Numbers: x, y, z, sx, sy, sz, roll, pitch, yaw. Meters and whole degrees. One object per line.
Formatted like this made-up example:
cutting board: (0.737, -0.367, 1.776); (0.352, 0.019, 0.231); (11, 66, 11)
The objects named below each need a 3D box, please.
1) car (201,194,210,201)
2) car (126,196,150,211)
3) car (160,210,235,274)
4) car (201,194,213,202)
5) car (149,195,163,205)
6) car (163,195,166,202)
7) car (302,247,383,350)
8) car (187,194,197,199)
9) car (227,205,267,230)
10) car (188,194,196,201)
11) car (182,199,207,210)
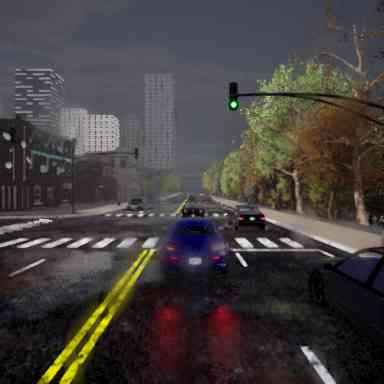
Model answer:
car: (3.266, 1.292, 79.828); (2.033, 1.411, 5.357); (0, 0, 0)
car: (-6.580, 1.489, 39.961); (1.812, 1.442, 4.674); (0, 0, 0)
car: (0.042, 1.517, 10.382); (1.812, 1.442, 4.674); (0, 0, -1)
car: (3.263, 1.477, 69.826); (1.994, 1.385, 4.181); (0, 0, 0)
car: (-6.543, 1.298, 55.791); (2.097, 1.767, 4.553); (0, 0, 0)
car: (-6.485, 1.449, 70.639); (1.812, 1.442, 4.674); (0, 0, 0)
car: (3.353, 1.543, 4.925); (2.033, 1.411, 5.357); (0, 0, 0)
car: (0.013, 1.425, 69.410); (1.837, 1.490, 4.892); (0, 0, 0)
car: (3.356, 1.530, 21.091); (2.033, 1.411, 5.357); (0, 0, 0)
car: (0.016, 1.292, 79.829); (2.033, 1.411, 5.357); (0, 0, 0)
car: (0.107, 1.576, 29.093); (1.895, 1.301, 4.718); (0, 0, 0)
